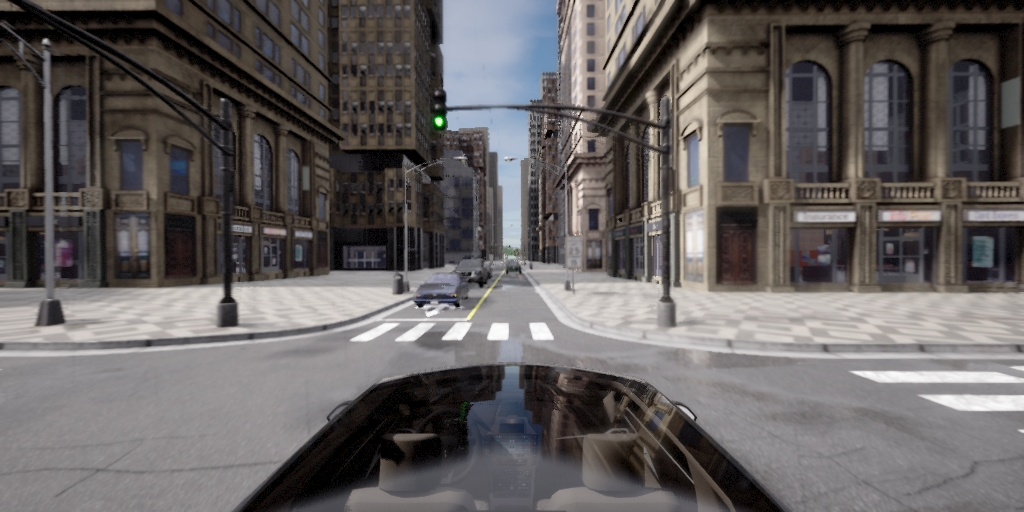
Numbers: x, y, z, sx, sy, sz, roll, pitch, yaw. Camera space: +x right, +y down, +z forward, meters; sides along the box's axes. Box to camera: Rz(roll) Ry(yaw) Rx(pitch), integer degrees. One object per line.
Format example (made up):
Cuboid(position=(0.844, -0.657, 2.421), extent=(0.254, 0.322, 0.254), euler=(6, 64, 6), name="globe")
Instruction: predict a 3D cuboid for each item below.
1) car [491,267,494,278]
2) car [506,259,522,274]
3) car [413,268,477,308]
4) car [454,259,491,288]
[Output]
Cuboid(position=(-2.982, 1.587, 37.335), extent=(1.837, 1.490, 4.892), euler=(0, 0, 1), name="car")
Cuboid(position=(0.239, 1.502, 48.143), extent=(2.097, 1.767, 4.553), euler=(0, 0, 0), name="car")
Cuboid(position=(-3.051, 1.462, 16.695), extent=(2.033, 1.411, 5.357), euler=(0, 0, 0), name="car")
Cuboid(position=(-3.026, 1.219, 26.883), extent=(2.150, 2.045, 5.566), euler=(0, 0, 1), name="car")
